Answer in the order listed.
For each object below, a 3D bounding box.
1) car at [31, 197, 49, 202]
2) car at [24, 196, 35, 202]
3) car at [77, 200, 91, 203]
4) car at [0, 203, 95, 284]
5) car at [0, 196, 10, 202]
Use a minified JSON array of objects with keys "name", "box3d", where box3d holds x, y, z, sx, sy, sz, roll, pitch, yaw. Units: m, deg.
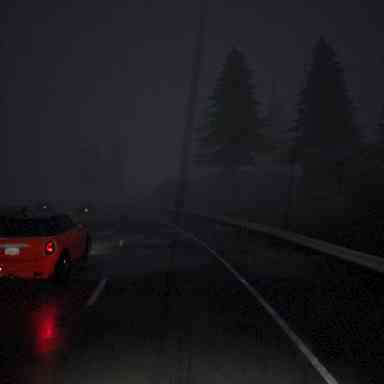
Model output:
[{"name":"car","box3d":[-17.014,1.632,38.154,1.994,1.385,4.181,0,0,-27]},{"name":"car","box3d":[-35.277,1.665,73.073,4.674,1.442,1.812,0,0,44]},{"name":"car","box3d":[-11.003,1.571,33.883,1.812,1.442,4.674,0,0,-23]},{"name":"car","box3d":[-4.342,1.369,9.684,2.097,1.767,4.553,0,0,-7]},{"name":"car","box3d":[-46.884,1.672,82.881,4.181,1.385,1.994,0,0,44]}]
